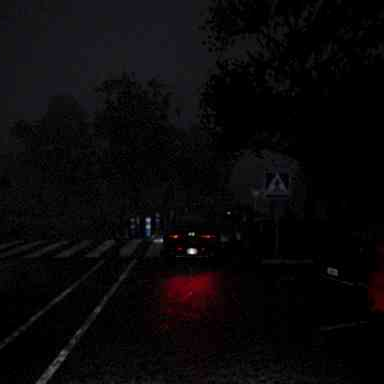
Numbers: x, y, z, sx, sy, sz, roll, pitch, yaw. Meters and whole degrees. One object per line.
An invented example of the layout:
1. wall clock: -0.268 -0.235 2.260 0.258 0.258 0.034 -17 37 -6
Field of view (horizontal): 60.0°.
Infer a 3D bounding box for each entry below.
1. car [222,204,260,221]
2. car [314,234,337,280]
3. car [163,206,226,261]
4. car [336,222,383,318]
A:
1. car: 4.333 1.787 29.227 1.994 1.385 4.181 1 -1 39
2. car: 5.278 1.472 8.006 4.892 1.521 2.231 1 0 -21
3. car: -0.017 1.473 12.135 1.837 1.490 4.892 0 0 0
4. car: 5.340 1.228 5.045 5.566 2.045 2.435 1 0 -21
